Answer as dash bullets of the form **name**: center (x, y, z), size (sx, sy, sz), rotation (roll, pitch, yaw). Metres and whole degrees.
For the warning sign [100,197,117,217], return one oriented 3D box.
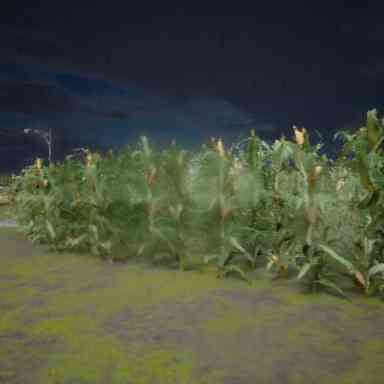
- **warning sign**: center (-8.052, 1.460, 32.124), size (1.300, 1.860, 1.060), rotation (0, 0, 35)
